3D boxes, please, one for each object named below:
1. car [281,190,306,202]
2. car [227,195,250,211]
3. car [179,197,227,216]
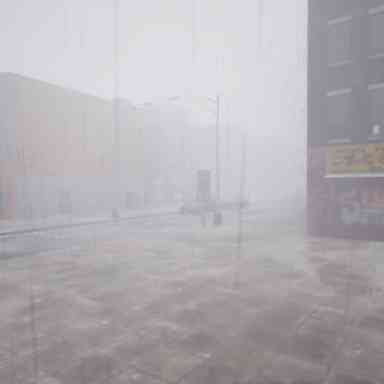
[{"bbox_3d":[13.618,0.636,45.424,1.802,1.307,4.206,2,2,36],"label":"car"},{"bbox_3d":[3.975,0.985,31.920,1.887,1.381,4.507,2,2,36],"label":"car"},{"bbox_3d":[0.760,1.135,27.420,1.947,1.339,4.313,2,3,36],"label":"car"}]
